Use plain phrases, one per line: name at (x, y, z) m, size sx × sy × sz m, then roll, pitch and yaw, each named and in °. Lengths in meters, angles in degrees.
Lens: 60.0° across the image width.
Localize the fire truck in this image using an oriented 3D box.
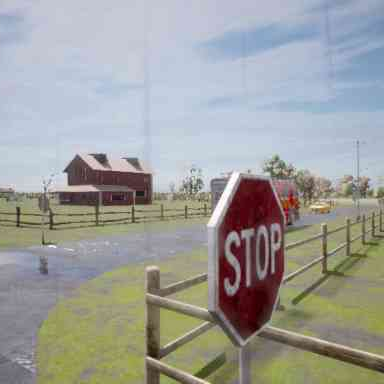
fire truck at (5.082, 0.681, 24.014) m, size 2.891 × 3.827 × 8.468 m, roll -1°, pitch -1°, yaw 35°

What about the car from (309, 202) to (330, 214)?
car at (18.069, 2.215, 46.992) m, size 1.882 × 1.535 × 5.008 m, roll -1°, pitch -1°, yaw 35°
